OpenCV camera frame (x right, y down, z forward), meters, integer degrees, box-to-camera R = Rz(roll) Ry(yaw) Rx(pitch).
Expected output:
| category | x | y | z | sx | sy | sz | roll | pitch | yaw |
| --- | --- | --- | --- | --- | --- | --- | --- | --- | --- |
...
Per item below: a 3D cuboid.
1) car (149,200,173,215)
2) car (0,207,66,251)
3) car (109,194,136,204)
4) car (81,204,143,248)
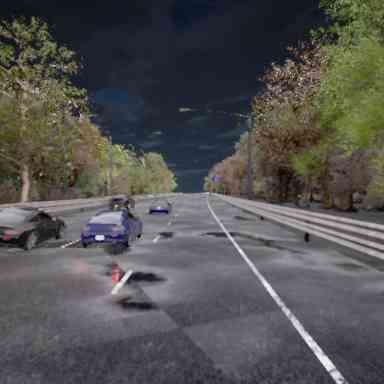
| category | x | y | z | sx | sy | sz | roll | pitch | yaw |
| --- | --- | --- | --- | --- | --- | --- | --- | --- | --- |
| car | -3.034 | 1.451 | 33.006 | 1.994 | 1.385 | 4.181 | 0 | 0 | 1 |
| car | -6.786 | 1.370 | 13.630 | 1.812 | 1.442 | 4.674 | 8 | 2 | 0 |
| car | -6.604 | 1.012 | 31.748 | 1.837 | 1.490 | 4.892 | -1 | -1 | 1 |
| car | -3.314 | 1.476 | 14.333 | 1.812 | 1.442 | 4.674 | 0 | 0 | 1 |
